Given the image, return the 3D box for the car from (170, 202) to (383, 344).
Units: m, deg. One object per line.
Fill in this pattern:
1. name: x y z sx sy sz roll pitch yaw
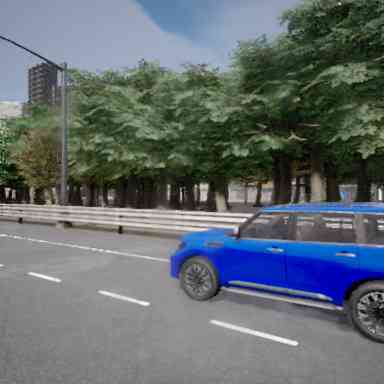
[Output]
1. car: 2.149 1.223 6.636 5.566 2.045 2.150 0 0 36
